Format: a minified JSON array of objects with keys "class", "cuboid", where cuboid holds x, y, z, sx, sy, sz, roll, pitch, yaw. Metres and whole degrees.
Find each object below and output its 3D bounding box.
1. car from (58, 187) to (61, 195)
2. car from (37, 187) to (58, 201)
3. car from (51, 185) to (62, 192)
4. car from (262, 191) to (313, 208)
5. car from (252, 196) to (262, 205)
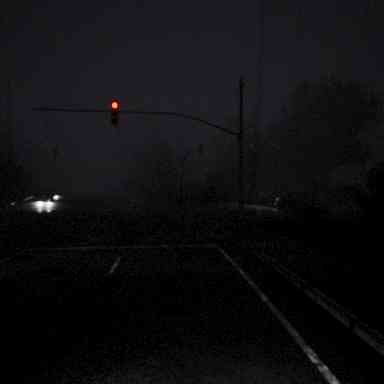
[{"class":"car","cuboid":[-25.214,-0.129,60.531,2.128,1.511,4.902,-1,2,-20]},{"class":"car","cuboid":[-19.516,0.346,44.425,2.128,1.511,4.902,-1,2,-19]},{"class":"car","cuboid":[-30.440,-0.826,74.891,1.994,1.385,4.181,-1,2,-20]},{"class":"car","cuboid":[10.021,0.728,34.181,4.553,1.767,2.097,1,1,-17]},{"class":"car","cuboid":[9.058,0.800,37.553,4.674,1.442,1.812,1,1,-17]}]
